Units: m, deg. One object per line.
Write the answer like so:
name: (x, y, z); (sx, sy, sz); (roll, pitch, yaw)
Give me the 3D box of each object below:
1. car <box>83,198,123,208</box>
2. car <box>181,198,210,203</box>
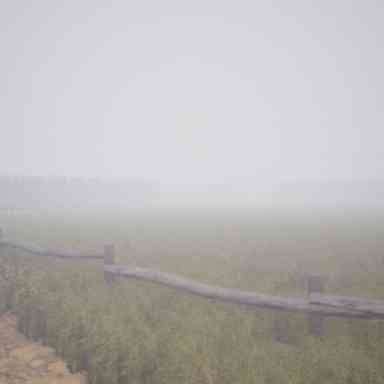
car: (-10.087, 1.418, 38.116); (1.837, 1.490, 4.892); (0, 0, 36)
car: (0.600, 1.431, 47.088); (1.895, 1.301, 4.718); (0, 1, 40)
